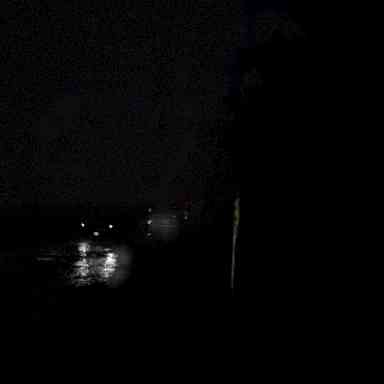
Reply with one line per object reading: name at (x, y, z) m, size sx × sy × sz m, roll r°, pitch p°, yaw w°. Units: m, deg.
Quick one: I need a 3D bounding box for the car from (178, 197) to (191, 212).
car at (-1.344, 1.862, 50.923) m, size 2.150 × 2.045 × 5.566 m, roll 2°, pitch -1°, yaw 6°

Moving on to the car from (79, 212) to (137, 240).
car at (-4.577, 1.814, 18.841) m, size 1.895 × 1.301 × 4.718 m, roll 2°, pitch -1°, yaw 6°

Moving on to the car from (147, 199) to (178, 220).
car at (-3.096, 1.801, 33.960) m, size 2.097 × 1.767 × 4.553 m, roll 2°, pitch 0°, yaw 5°
